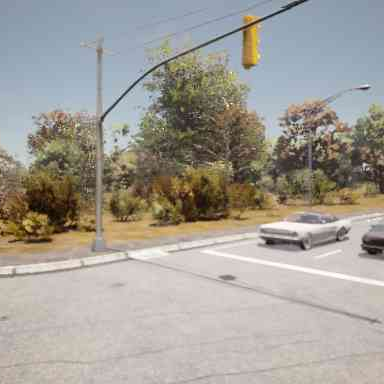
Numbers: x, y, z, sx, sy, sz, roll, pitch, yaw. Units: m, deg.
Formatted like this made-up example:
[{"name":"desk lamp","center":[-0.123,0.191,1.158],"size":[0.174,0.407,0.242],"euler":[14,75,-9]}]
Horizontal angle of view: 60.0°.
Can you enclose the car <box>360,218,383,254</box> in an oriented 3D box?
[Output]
[{"name":"car","center":[8.104,1.476,12.438],"size":[5.357,1.411,2.033],"euler":[-1,1,-45]}]

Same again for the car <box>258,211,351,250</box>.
[{"name":"car","center":[4.888,1.528,14.200],"size":[4.718,1.301,1.895],"euler":[-1,1,-42]}]
